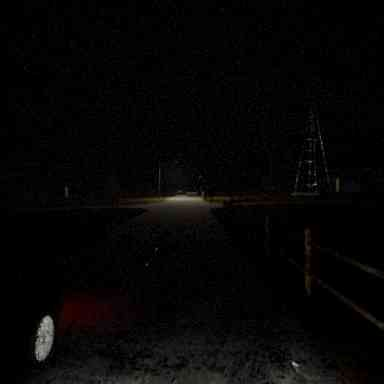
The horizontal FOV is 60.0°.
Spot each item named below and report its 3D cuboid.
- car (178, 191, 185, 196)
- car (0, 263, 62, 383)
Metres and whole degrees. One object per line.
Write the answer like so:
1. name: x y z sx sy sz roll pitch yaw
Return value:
1. car: -2.780 0.309 91.290 1.895 1.301 4.718 0 1 0
2. car: -2.851 1.478 2.904 1.882 1.535 5.008 0 0 0
